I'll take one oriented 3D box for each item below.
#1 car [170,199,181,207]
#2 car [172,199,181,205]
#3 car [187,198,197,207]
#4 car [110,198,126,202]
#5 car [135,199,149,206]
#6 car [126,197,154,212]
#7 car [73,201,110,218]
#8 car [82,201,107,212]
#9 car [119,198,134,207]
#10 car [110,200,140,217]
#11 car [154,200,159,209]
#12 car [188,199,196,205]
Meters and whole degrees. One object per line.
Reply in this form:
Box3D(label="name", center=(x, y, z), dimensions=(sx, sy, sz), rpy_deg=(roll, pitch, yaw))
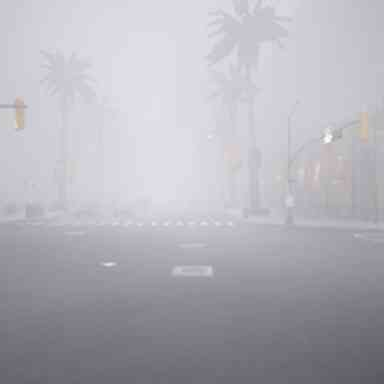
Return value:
Box3D(label="car", center=(-3.401, 2.209, 65.601), dimensions=(2.033, 1.411, 5.357), rpy_deg=(0, -1, -1))
Box3D(label="car", center=(-3.500, 2.353, 76.039), dimensions=(1.895, 1.301, 4.718), rpy_deg=(0, -1, -1))
Box3D(label="car", center=(0.099, 2.209, 65.577), dimensions=(2.033, 1.411, 5.357), rpy_deg=(0, -1, -1))
Box3D(label="car", center=(-10.529, 1.948, 44.060), dimensions=(1.837, 1.490, 4.892), rpy_deg=(0, -1, 0))
Box3D(label="car", center=(-10.440, 2.147, 69.649), dimensions=(2.128, 1.511, 4.902), rpy_deg=(0, -1, -1))
Box3D(label="car", center=(-7.018, 1.681, 45.566), dimensions=(2.150, 2.045, 5.566), rpy_deg=(0, -1, 0))
Box3D(label="car", center=(-10.552, 1.895, 34.595), dimensions=(2.033, 1.411, 5.357), rpy_deg=(0, -1, 0))
Box3D(label="car", center=(-13.629, 1.982, 46.709), dimensions=(2.161, 1.482, 4.786), rpy_deg=(0, -1, -1))
Box3D(label="car", center=(-13.529, 2.044, 68.640), dimensions=(2.185, 1.767, 4.553), rpy_deg=(0, -1, -1))
Box3D(label="car", center=(-7.077, 1.905, 35.508), dimensions=(2.033, 1.411, 5.357), rpy_deg=(0, -1, -3))
Box3D(label="car", center=(-6.914, 2.076, 58.169), dimensions=(2.128, 1.511, 4.902), rpy_deg=(0, 0, 0))
Box3D(label="car", center=(0.000, 2.258, 76.043), dimensions=(1.837, 1.490, 4.892), rpy_deg=(0, -1, -1))
